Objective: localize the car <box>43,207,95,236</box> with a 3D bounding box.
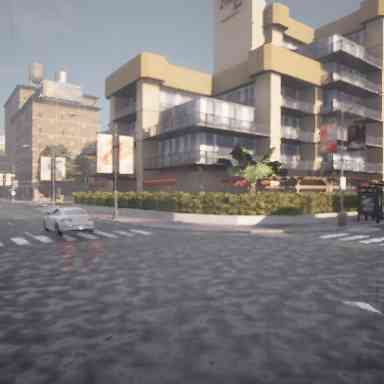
[{"bbox_3d":[-6.841,1.534,18.387,1.812,1.442,4.674,0,0,-35],"label":"car"}]
